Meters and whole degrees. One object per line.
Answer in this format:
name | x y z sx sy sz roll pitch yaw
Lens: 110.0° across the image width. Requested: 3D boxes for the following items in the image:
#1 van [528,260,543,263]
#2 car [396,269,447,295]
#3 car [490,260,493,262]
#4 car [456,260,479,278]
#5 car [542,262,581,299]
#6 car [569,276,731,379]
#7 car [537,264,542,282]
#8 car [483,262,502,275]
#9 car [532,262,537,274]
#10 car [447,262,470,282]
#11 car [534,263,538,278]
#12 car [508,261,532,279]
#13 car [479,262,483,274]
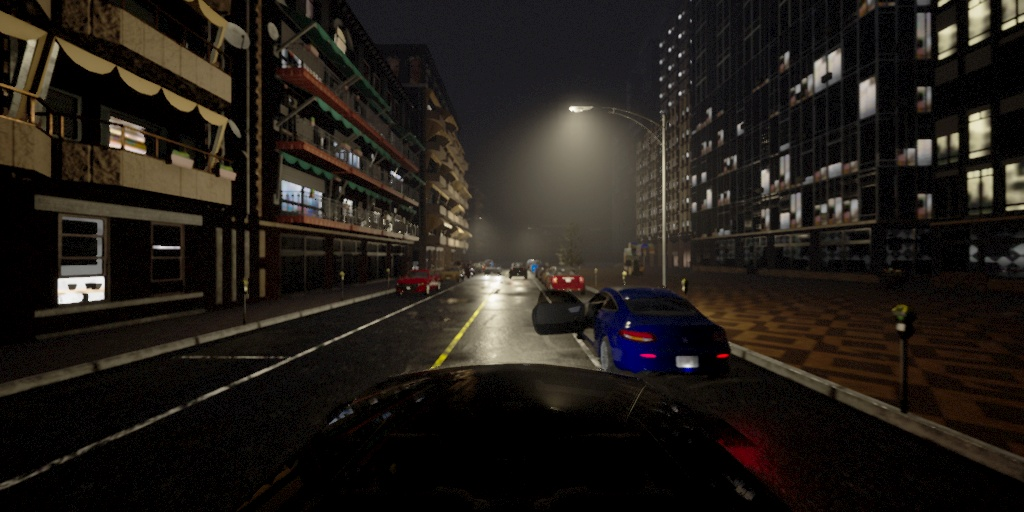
van | 3.435 1.458 48.454 1.690 1.789 3.998 0 0 1
car | -5.373 1.456 20.955 1.888 1.381 4.507 0 0 1
car | -4.773 1.798 59.635 1.948 1.339 4.313 0 0 1
car | -5.116 1.360 37.532 2.192 1.841 5.009 0 0 1
car | 3.007 1.331 20.825 1.967 1.591 4.097 0 0 1
car | 2.457 1.312 7.256 1.812 1.442 4.674 0 0 1
car | 3.095 1.461 26.521 1.751 1.417 4.829 0 0 1
car | -2.326 1.699 44.704 1.895 1.301 4.718 0 -1 1
car | 3.263 1.607 37.402 1.802 1.307 4.207 0 0 1
car | -5.204 1.525 31.837 1.751 1.417 4.829 0 0 1
car | 3.178 1.562 31.877 1.802 1.307 4.207 0 0 1
car | 0.631 1.514 36.337 2.128 1.511 4.902 0 0 1
car | -5.029 1.641 43.058 2.007 1.370 4.403 0 0 1
